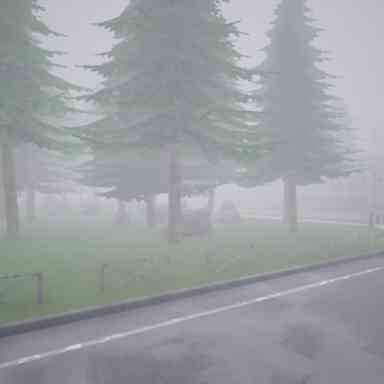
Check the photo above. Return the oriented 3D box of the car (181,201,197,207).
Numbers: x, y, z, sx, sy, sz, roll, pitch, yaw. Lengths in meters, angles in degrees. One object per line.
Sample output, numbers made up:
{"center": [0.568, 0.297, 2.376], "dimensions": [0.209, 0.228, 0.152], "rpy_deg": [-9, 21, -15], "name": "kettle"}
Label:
{"center": [-1.142, 1.734, 54.173], "dimensions": [2.033, 1.411, 5.357], "rpy_deg": [0, 0, -27], "name": "car"}
